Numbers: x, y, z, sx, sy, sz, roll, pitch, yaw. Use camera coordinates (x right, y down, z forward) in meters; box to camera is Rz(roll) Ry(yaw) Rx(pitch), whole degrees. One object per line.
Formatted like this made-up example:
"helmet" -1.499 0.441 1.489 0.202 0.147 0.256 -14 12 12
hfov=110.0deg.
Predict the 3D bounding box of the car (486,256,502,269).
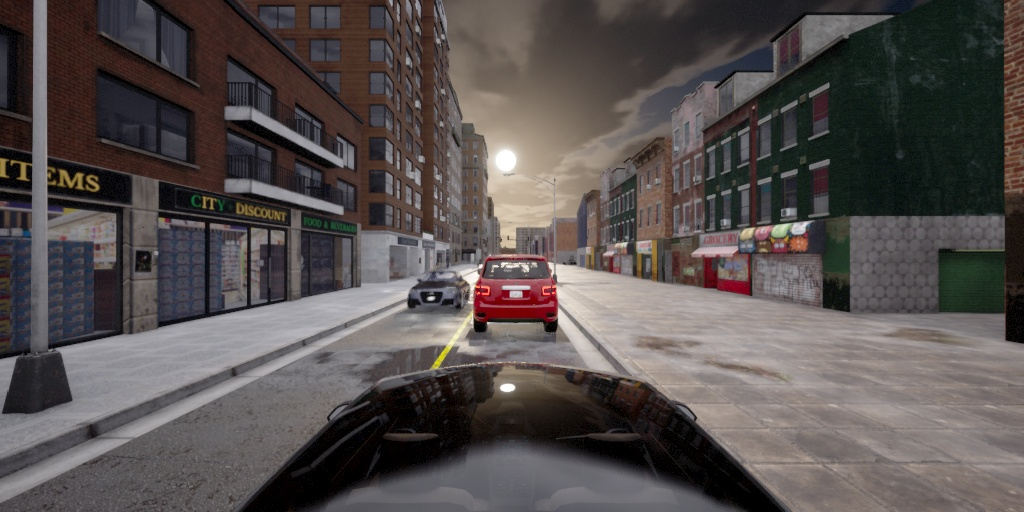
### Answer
"car" -2.820 0.964 57.487 2.150 2.045 5.566 0 0 0

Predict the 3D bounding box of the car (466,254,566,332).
"car" 0.090 0.972 10.947 2.150 2.045 5.566 0 0 0

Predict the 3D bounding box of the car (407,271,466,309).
"car" -2.869 1.314 14.740 1.994 1.385 4.181 0 0 0
